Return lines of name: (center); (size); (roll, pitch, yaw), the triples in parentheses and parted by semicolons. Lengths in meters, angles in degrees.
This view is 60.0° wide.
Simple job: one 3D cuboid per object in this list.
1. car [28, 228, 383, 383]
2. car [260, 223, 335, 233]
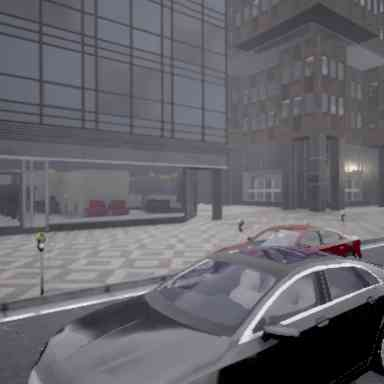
car: (0.778, 1.484, 3.931); (4.902, 1.511, 2.128); (0, 0, -36)
car: (2.525, 1.523, 8.457); (4.507, 1.381, 1.887); (0, 0, -36)
